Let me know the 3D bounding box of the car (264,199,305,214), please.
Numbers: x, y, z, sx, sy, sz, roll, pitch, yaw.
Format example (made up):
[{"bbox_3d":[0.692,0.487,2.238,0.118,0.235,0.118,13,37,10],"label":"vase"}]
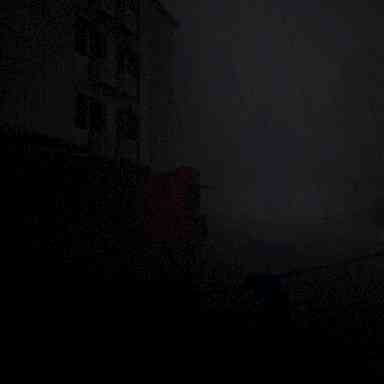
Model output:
[{"bbox_3d":[9.783,1.526,35.610,1.812,1.442,4.674,0,0,-36],"label":"car"}]
